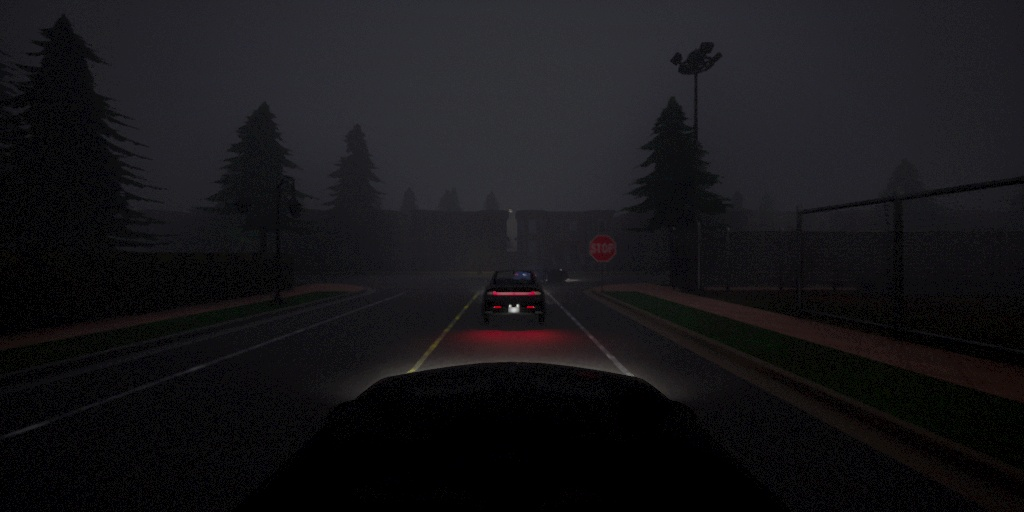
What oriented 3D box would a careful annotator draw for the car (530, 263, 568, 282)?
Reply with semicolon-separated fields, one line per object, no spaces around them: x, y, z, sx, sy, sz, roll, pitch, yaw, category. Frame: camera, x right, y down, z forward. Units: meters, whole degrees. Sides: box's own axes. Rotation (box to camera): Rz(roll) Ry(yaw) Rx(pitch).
2.128;1.204;25.021;2.033;1.411;5.357;0;0;32;car

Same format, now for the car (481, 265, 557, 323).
0.063;1.206;11.915;2.128;1.511;4.902;0;0;0;car
